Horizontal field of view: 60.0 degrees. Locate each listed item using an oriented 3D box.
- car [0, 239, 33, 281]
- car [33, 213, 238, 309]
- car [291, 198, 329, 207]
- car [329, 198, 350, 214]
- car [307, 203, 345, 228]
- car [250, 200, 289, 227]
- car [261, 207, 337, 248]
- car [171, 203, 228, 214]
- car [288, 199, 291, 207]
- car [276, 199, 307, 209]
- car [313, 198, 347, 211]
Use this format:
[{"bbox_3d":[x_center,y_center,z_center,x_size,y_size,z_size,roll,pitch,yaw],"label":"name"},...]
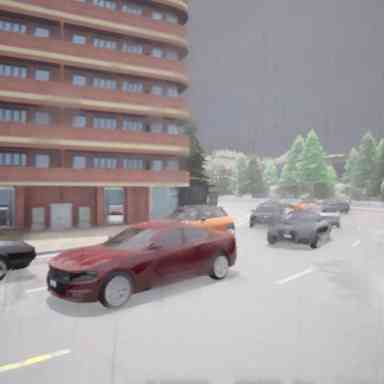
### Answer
[{"bbox_3d":[-6.550,1.644,8.171,4.718,1.301,1.895,0,0,-37],"label":"car"},{"bbox_3d":[-0.917,1.505,8.225,5.008,1.535,1.882,0,0,-44],"label":"car"},{"bbox_3d":[11.489,1.417,32.722,2.097,1.767,4.553,0,0,6],"label":"car"},{"bbox_3d":[15.257,1.556,35.939,2.128,1.511,4.902,0,0,2],"label":"car"},{"bbox_3d":[9.111,1.644,22.871,1.895,1.301,4.718,0,0,20],"label":"car"},{"bbox_3d":[5.264,1.558,22.771,1.837,1.490,4.892,0,0,22],"label":"car"},{"bbox_3d":[4.960,1.595,15.031,1.994,1.385,4.181,0,0,34],"label":"car"},{"bbox_3d":[-0.030,1.395,14.241,2.097,1.767,4.553,0,0,38],"label":"car"},{"bbox_3d":[8.017,1.566,32.753,2.128,1.511,4.902,0,0,6],"label":"car"},{"bbox_3d":[14.062,1.701,47.315,1.895,1.301,4.718,0,0,-16],"label":"car"},{"bbox_3d":[18.164,1.557,44.148,1.882,1.535,5.008,0,0,-8],"label":"car"}]
